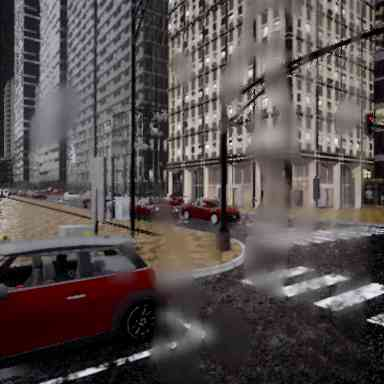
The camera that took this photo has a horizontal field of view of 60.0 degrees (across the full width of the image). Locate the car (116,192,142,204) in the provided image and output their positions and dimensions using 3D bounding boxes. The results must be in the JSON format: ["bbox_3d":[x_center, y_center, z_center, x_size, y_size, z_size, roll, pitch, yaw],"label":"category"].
[{"bbox_3d":[-8.956,0.823,46.839,1.752,1.417,4.829,2,0,-36],"label":"car"}]

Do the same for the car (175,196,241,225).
[{"bbox_3d":[1.212,1.243,22.677,1.882,1.535,5.008,0,1,-36],"label":"car"}]

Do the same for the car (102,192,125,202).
[{"bbox_3d":[-12.106,0.759,51.234,1.947,1.339,4.313,2,0,-36],"label":"car"}]

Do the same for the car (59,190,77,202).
[{"bbox_3d":[-17.715,0.662,49.247,1.812,1.442,4.674,0,1,-35],"label":"car"}]

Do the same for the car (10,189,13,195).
[{"bbox_3d":[-38.354,0.081,73.486,1.947,1.339,4.313,2,0,-36],"label":"car"}]

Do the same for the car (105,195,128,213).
[{"bbox_3d":[-5.895,1.170,28.171,1.802,1.307,4.206,2,0,-36],"label":"car"}]

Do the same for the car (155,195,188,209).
[{"bbox_3d":[-2.364,1.098,37.633,1.802,1.307,4.206,2,0,-36],"label":"car"}]

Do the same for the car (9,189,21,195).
[{"bbox_3d":[-41.599,-0.047,78.018,1.887,1.381,4.507,2,0,-36],"label":"car"}]

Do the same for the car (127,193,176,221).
[{"bbox_3d":[-2.644,1.136,23.639,1.967,1.590,4.097,2,0,-36],"label":"car"}]

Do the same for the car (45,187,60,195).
[{"bbox_3d":[-34.829,-0.242,82.966,2.192,1.841,5.009,2,0,-36],"label":"car"}]

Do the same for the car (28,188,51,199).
[{"bbox_3d":[-25.369,0.489,55.360,1.887,1.381,4.507,2,0,-36],"label":"car"}]

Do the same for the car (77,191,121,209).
[{"bbox_3d":[-9.132,0.796,32.702,2.192,1.841,5.009,2,0,-36],"label":"car"}]

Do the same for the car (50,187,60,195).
[{"bbox_3d":[-31.588,0.095,78.433,1.887,1.381,4.507,2,0,-36],"label":"car"}]

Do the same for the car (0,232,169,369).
[{"bbox_3d":[-2.460,1.444,4.807,4.097,1.590,1.967,0,0,-35],"label":"car"}]

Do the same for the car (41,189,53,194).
[{"bbox_3d":[-38.083,-0.098,87.500,1.947,1.339,4.313,2,0,-36],"label":"car"}]

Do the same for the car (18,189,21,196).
[{"bbox_3d":[-31.861,0.274,64.423,1.887,1.381,4.507,2,0,-36],"label":"car"}]

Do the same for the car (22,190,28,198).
[{"bbox_3d":[-28.615,0.387,59.892,2.008,1.369,4.403,2,0,-36],"label":"car"}]

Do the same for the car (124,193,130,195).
[{"bbox_3d":[-6.507,1.110,33.454,1.895,1.301,4.718,0,1,-36],"label":"car"}]

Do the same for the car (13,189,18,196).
[{"bbox_3d":[-35.107,0.173,68.955,2.008,1.369,4.403,2,0,-36],"label":"car"}]
